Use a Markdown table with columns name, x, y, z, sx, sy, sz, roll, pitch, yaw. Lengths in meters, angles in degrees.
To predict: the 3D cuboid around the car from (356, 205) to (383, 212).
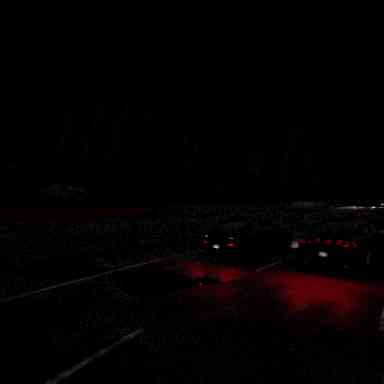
| name | x | y | z | sx | sy | sz | roll | pitch | yaw |
| --- | --- | --- | --- | --- | --- | --- | --- | --- | --- |
| car | 12.065 | 1.887 | 22.534 | 4.674 | 1.442 | 1.812 | 0 | -1 | -36 |

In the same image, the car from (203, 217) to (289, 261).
| name | x | y | z | sx | sy | sz | roll | pitch | yaw |
| --- | --- | --- | --- | --- | --- | --- | --- | --- | --- |
| car | 2.313 | 1.710 | 13.234 | 1.812 | 1.442 | 4.674 | 0 | -1 | 40 |

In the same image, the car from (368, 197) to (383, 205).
| name | x | y | z | sx | sy | sz | roll | pitch | yaw |
| --- | --- | --- | --- | --- | --- | --- | --- | --- | --- |
| car | 34.560 | 1.769 | 60.106 | 4.553 | 1.767 | 2.097 | -1 | 0 | -35 |

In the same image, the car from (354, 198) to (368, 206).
| name | x | y | z | sx | sy | sz | roll | pitch | yaw |
| --- | --- | --- | --- | --- | --- | --- | --- | --- | --- |
| car | 32.507 | 1.972 | 62.938 | 4.902 | 1.511 | 2.128 | -1 | 0 | -35 |

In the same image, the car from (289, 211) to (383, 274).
| name | x | y | z | sx | sy | sz | roll | pitch | yaw |
| --- | --- | --- | --- | --- | --- | --- | --- | --- | --- |
| car | 5.333 | 1.652 | 11.385 | 1.882 | 1.535 | 5.008 | -1 | -1 | 40 |
